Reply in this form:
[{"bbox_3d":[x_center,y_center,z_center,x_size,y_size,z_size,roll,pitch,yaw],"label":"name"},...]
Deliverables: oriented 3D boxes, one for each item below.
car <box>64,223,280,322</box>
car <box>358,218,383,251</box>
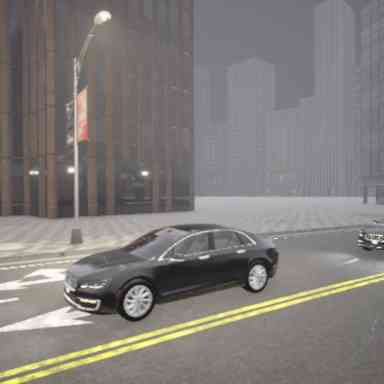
[{"bbox_3d":[-0.196,1.489,7.295,4.892,1.490,1.837,0,0,-34],"label":"car"},{"bbox_3d":[8.385,1.474,12.661,4.892,1.490,1.837,0,0,-30],"label":"car"}]
